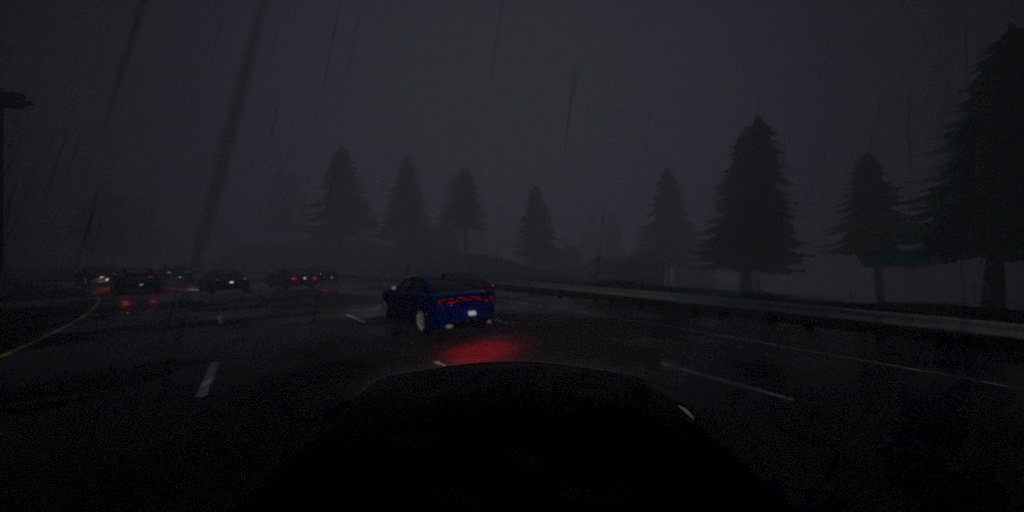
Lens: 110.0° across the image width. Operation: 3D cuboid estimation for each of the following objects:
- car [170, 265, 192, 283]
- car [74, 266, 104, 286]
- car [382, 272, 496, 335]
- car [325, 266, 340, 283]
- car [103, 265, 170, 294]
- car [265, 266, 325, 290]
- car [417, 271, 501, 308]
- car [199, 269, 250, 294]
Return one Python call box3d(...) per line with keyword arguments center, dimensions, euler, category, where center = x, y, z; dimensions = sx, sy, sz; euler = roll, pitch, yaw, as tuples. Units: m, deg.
box3d(center=(-28.538, 1.510, 29.874), dimensions=(4.902, 1.511, 2.128), euler=(0, -1, 31), category="car")
box3d(center=(-32.576, 1.515, 28.212), dimensions=(4.892, 1.490, 1.837), euler=(0, 0, 30), category="car")
box3d(center=(-2.481, 1.310, 11.043), dimensions=(1.882, 1.535, 5.008), euler=(0, -1, -37), category="car")
box3d(center=(-16.097, 1.531, 29.830), dimensions=(4.674, 1.442, 1.812), euler=(0, -1, 38), category="car")
box3d(center=(-22.866, 1.434, 21.776), dimensions=(4.902, 1.511, 2.128), euler=(-1, -1, 38), category="car")
box3d(center=(-15.281, 1.509, 24.765), dimensions=(5.357, 1.411, 2.033), euler=(0, -1, 40), category="car")
box3d(center=(-2.577, 1.445, 16.761), dimensions=(1.994, 1.385, 4.181), euler=(0, -1, -40), category="car")
box3d(center=(-17.838, 1.506, 22.215), dimensions=(4.181, 1.385, 1.994), euler=(0, -1, 41), category="car")
